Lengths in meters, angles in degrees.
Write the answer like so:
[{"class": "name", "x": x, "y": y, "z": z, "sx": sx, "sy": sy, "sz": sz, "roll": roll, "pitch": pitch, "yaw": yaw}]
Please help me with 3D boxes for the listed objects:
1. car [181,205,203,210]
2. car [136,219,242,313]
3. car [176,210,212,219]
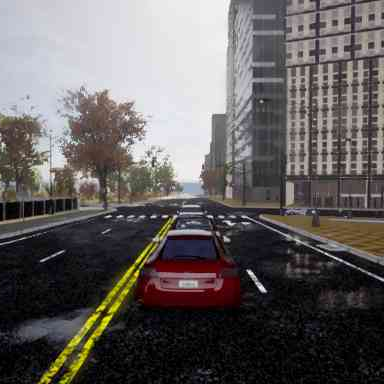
[{"class": "car", "x": -0.006, "y": 1.543, "z": 21.256, "sx": 2.033, "sy": 1.411, "sz": 5.357, "roll": 0, "pitch": 0, "yaw": 0}, {"class": "car", "x": -0.022, "y": 1.561, "z": 7.767, "sx": 1.994, "sy": 1.385, "sz": 4.181, "roll": 0, "pitch": 0, "yaw": 1}, {"class": "car", "x": 0.075, "y": 1.597, "z": 13.015, "sx": 1.895, "sy": 1.301, "sz": 4.718, "roll": 0, "pitch": 0, "yaw": 0}]
